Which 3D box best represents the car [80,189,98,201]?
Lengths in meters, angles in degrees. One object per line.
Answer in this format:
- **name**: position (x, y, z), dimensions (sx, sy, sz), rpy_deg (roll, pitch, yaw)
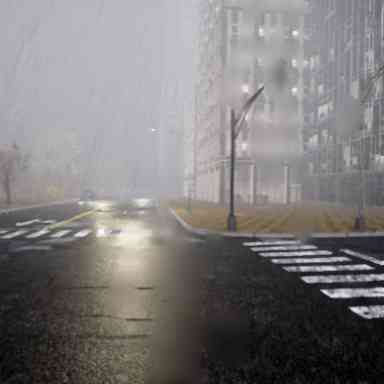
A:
- **car**: position (-17.618, 0.508, 57.157), dimensions (2.150, 2.045, 5.566), rpy_deg (1, 1, -7)
